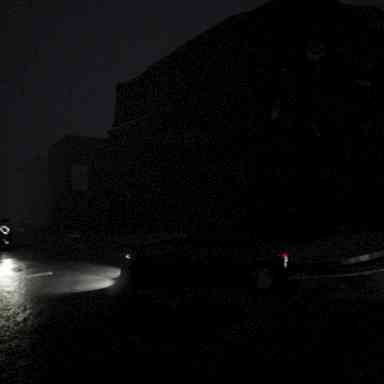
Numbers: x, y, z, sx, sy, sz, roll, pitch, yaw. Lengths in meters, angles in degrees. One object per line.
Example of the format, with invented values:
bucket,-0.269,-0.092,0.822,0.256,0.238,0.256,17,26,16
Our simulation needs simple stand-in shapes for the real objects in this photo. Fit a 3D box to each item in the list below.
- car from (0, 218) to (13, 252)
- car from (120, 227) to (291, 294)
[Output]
car,-8.713,1.476,13.471,2.097,1.767,4.553,1,-3,-36
car,0.336,1.602,8.474,4.181,1.385,1.994,-1,-2,10
